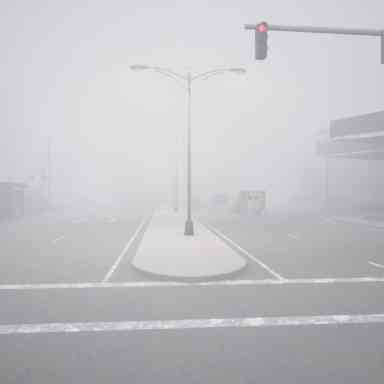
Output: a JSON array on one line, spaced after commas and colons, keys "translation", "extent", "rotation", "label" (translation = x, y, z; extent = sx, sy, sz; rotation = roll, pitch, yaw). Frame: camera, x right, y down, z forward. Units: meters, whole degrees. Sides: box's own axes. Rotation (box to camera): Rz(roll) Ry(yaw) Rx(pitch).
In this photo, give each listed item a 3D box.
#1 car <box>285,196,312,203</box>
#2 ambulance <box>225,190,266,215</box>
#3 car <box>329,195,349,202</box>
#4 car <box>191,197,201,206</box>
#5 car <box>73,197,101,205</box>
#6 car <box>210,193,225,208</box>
[{"translation": [22.920, 1.540, 71.371], "extent": [5.357, 1.411, 2.033], "rotation": [0, 0, -5], "label": "car"}, {"translation": [5.408, 1.031, 33.547], "extent": [2.351, 2.431, 6.366], "rotation": [0, 0, -5], "label": "ambulance"}, {"translation": [33.317, 1.524, 75.728], "extent": [4.674, 1.442, 1.812], "rotation": [0, 0, -5], "label": "car"}, {"translation": [0.397, 1.477, 53.621], "extent": [1.882, 1.535, 5.008], "rotation": [0, 0, 0], "label": "car"}, {"translation": [-18.038, 1.526, 57.314], "extent": [4.674, 1.442, 1.812], "rotation": [0, 0, -5], "label": "car"}, {"translation": [4.103, 1.221, 49.523], "extent": [2.150, 2.045, 5.566], "rotation": [0, 0, -5], "label": "car"}]
